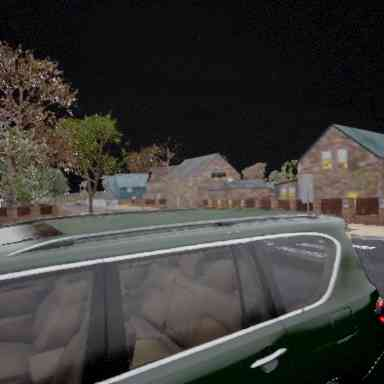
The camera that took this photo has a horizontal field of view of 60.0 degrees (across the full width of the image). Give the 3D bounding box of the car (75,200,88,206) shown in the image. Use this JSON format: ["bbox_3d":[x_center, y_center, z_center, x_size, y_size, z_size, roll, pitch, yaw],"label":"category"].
[{"bbox_3d":[-28.830,2.918,88.101,2.033,1.411,5.357,-3,0,-25],"label":"car"}]

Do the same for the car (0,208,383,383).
[{"bbox_3d":[-0.956,1.225,2.269,5.566,2.045,2.150,-2,1,-32],"label":"car"}]
